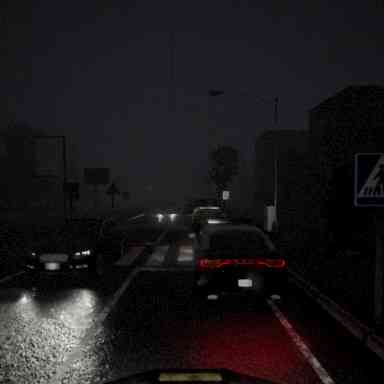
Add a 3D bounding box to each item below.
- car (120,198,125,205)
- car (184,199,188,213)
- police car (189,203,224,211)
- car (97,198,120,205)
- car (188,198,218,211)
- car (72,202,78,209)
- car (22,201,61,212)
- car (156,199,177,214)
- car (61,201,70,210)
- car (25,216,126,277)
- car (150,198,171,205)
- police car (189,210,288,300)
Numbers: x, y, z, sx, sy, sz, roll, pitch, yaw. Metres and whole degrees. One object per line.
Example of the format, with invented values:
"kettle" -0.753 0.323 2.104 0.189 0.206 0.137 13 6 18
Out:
"car" -21.962 2.810 91.777 5.008 1.535 2.097 0 -1 0
"car" -0.017 2.117 45.843 1.837 1.490 4.892 0 -1 0
"police car" 0.947 1.611 18.612 1.930 1.638 5.238 0 -1 0
"car" -21.955 2.702 86.209 5.008 1.535 2.097 0 -1 0
"car" 0.945 1.504 24.537 2.150 2.045 5.566 0 -1 0
"car" -21.989 2.197 54.579 5.008 1.535 2.097 0 -1 0
"car" -21.985 2.134 48.030 4.674 1.452 2.002 0 -1 0
"car" -3.279 2.066 44.348 1.882 1.535 5.008 0 -1 0
"car" -21.980 2.147 51.306 4.892 1.521 2.231 0 -1 0
"car" -3.370 1.555 10.469 2.128 1.511 4.902 0 -1 0
"car" -8.873 2.757 88.964 4.892 1.521 2.231 0 -1 0
"police car" 0.958 1.468 8.601 1.930 1.638 5.238 0 -1 0
